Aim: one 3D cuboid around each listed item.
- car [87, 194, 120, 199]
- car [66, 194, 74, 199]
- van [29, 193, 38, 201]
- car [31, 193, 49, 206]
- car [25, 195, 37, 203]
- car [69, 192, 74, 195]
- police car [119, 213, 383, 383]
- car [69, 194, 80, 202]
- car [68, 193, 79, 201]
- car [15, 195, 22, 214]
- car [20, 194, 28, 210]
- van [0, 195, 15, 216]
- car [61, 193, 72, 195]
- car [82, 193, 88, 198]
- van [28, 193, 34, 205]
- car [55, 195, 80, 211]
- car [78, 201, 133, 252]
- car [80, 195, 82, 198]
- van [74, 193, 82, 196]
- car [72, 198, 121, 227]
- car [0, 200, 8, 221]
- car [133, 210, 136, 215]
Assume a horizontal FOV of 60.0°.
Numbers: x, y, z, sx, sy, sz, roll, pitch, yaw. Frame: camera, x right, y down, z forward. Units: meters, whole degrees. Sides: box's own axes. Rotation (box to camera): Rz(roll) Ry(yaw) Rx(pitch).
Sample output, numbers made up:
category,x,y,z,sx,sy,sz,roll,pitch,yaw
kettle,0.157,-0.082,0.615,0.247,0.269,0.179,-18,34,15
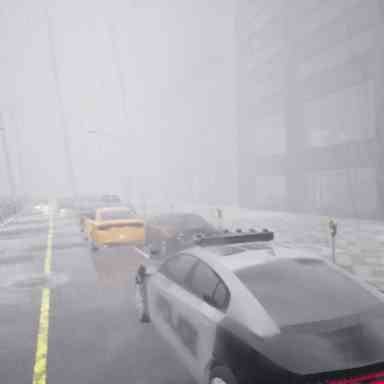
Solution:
category,x,y,z,sx,sy,sz,roll,pitch,yaw
car,-7.080,1.110,27.597,2.192,1.841,5.009,-2,1,-23
car,-32.976,1.176,89.726,1.887,1.381,4.507,-2,1,-23
van,-38.685,1.222,81.260,1.690,1.788,3.998,-2,1,-23
car,-23.915,1.370,53.020,2.128,1.511,4.902,-2,1,-23
car,-34.363,1.458,70.907,2.008,1.369,4.403,-2,1,-23
car,-20.031,1.025,58.660,2.192,1.841,5.009,-2,1,-23
police car,0.520,1.341,4.535,1.930,1.638,5.238,-2,1,-23
car,-24.342,1.228,69.017,1.887,1.381,4.507,-2,1,-23
car,-26.503,1.110,74.193,1.967,1.590,4.097,-2,1,-23
car,-19.255,1.443,34.663,1.967,1.590,4.097,-2,1,-23
car,-21.417,1.304,39.839,2.192,1.841,5.009,-2,1,-23
van,-17.099,1.359,29.484,1.690,1.788,3.998,-2,1,-23
car,-21.115,1.360,54.104,1.994,1.385,4.181,-2,1,-23
car,-9.239,1.095,32.774,2.192,1.841,5.009,-2,1,-23
van,-27.892,1.288,55.372,1.690,1.788,3.998,-2,1,-23
car,-14.361,1.387,37.967,2.033,1.411,5.357,-2,1,-22
car,-3.326,1.367,13.640,1.882,1.535,5.008,-2,1,-23
car,-11.458,1.291,38.111,1.752,1.417,4.829,-2,1,-23
van,-15.713,1.079,48.306,1.690,1.788,3.998,-2,1,-23
car,-5.594,1.347,19.203,1.882,1.535,5.008,-2,1,-23
car,-14.871,1.558,24.152,1.752,1.417,4.829,-2,1,-23
car,-0.598,1.407,12.069,1.947,1.339,4.313,-2,1,-23
